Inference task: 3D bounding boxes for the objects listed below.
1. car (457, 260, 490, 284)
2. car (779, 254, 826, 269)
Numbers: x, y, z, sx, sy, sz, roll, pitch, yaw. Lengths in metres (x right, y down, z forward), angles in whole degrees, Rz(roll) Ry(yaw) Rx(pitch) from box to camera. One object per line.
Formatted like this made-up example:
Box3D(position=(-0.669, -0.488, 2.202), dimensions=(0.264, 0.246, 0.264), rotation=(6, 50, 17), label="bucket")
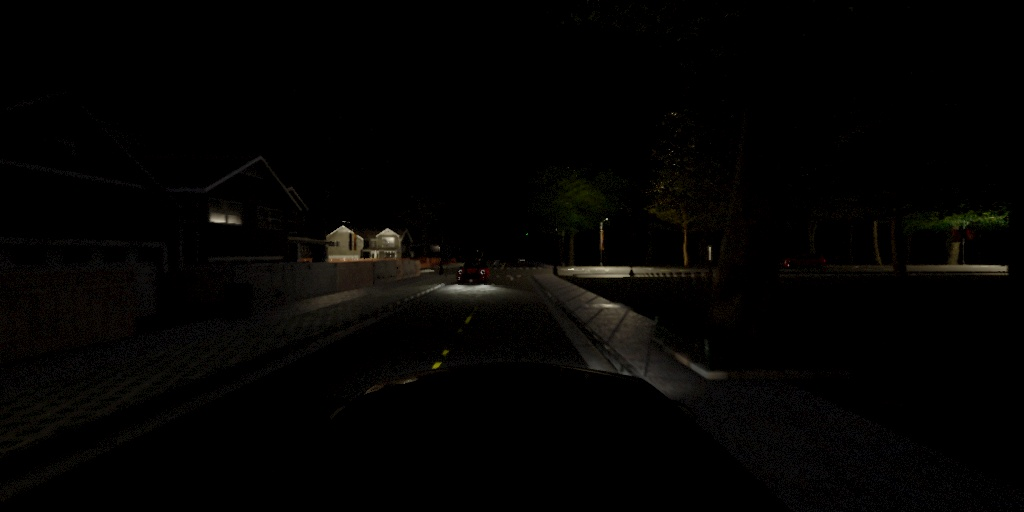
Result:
Box3D(position=(-2.801, 1.111, 26.875), dimensions=(2.097, 1.767, 4.553), rotation=(0, 0, 0), label="car")
Box3D(position=(40.228, 0.801, 49.766), dimensions=(5.566, 2.045, 2.150), rotation=(0, 0, 0), label="car")
